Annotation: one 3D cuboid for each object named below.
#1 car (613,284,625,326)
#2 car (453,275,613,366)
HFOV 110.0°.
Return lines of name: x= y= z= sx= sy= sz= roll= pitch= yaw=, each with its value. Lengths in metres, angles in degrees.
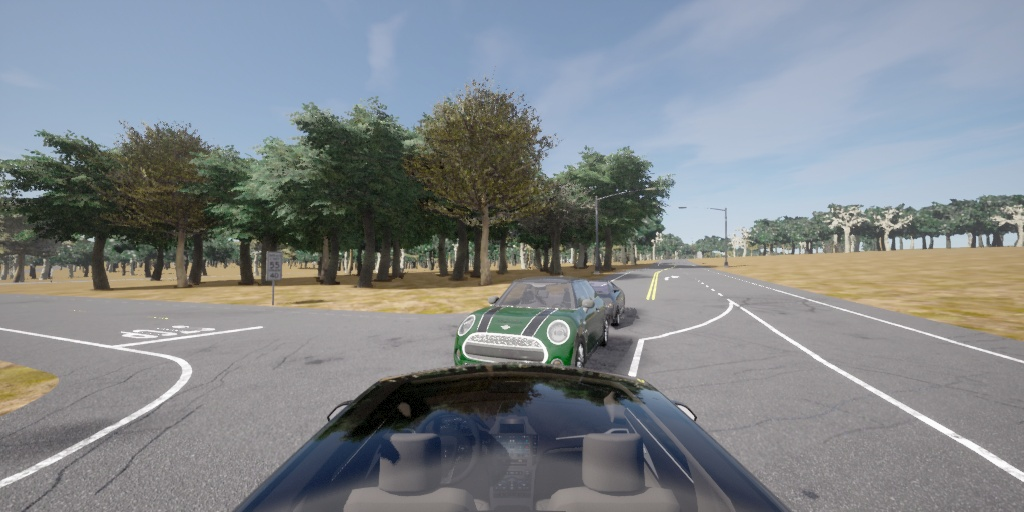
car: x=2.912 y=1.555 z=12.880 sx=1.994 sy=1.385 sz=4.181 roll=-2 pitch=0 yaw=22
car: x=0.685 y=1.222 z=7.448 sx=2.097 sy=1.767 sz=4.553 roll=-1 pitch=-2 yaw=22
